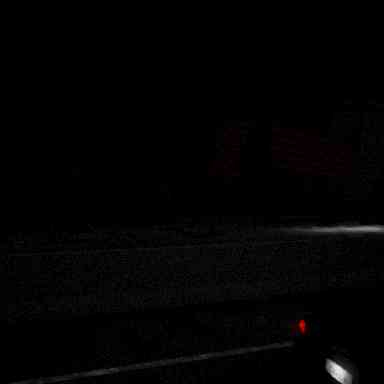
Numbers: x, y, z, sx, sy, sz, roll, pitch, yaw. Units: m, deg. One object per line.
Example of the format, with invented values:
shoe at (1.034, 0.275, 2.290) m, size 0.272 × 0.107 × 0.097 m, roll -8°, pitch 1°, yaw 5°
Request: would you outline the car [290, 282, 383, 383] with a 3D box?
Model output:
car at (3.208, 1.571, 3.528) m, size 4.181 × 1.385 × 1.994 m, roll 0°, pitch 0°, yaw -17°
